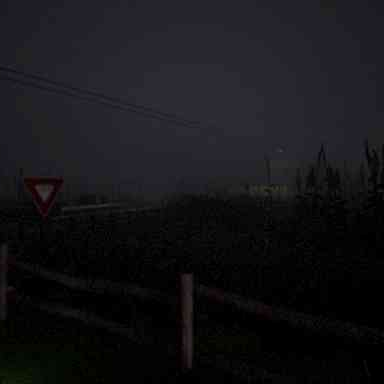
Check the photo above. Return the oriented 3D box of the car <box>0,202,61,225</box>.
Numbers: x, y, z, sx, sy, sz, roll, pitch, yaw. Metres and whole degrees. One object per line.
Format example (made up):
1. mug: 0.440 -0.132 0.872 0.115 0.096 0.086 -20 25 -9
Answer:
1. car: -11.352 1.398 22.063 1.895 1.301 4.718 0 2 37
